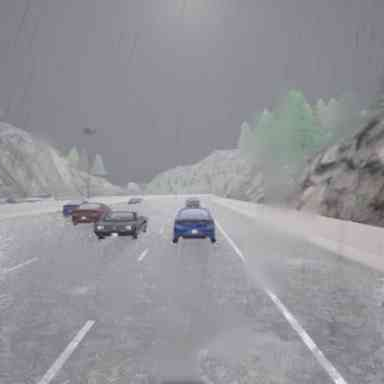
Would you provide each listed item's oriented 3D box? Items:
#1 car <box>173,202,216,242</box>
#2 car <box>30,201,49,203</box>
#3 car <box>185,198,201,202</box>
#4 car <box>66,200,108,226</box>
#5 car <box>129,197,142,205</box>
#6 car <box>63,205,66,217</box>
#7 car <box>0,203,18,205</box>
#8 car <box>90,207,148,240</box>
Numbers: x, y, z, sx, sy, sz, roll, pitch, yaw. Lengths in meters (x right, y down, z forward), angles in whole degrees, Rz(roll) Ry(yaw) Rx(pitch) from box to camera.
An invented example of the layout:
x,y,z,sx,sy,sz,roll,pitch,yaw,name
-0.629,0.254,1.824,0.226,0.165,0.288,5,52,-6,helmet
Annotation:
x,y,z,sx,sy,sz,roll,pitch,yaw,name
0.106,1.478,16.287,1.882,1.535,5.008,0,0,0,car
-21.039,1.220,46.071,2.150,2.045,5.566,0,0,1,car
0.118,1.507,43.381,1.837,1.490,4.892,0,0,0,car
-6.890,1.479,23.607,1.882,1.535,5.008,0,0,0,car
-10.375,1.565,61.284,1.994,1.385,4.181,0,0,0,car
-10.387,1.479,31.075,1.882,1.535,5.008,0,0,0,car
-24.540,1.529,43.493,1.812,1.442,4.674,0,0,0,car
-3.394,1.602,16.840,1.895,1.301,4.718,0,0,0,car
